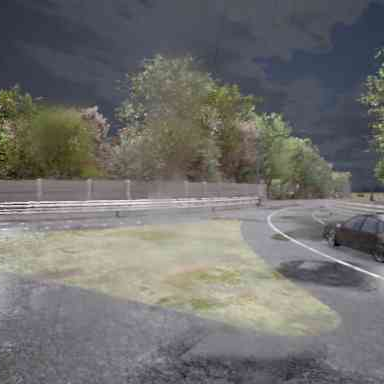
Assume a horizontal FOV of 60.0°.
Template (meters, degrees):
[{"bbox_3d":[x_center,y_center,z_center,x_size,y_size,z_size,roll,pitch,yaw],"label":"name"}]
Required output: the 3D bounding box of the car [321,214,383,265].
[{"bbox_3d":[6.423,1.455,11.360,2.033,1.411,5.357,0,0,-4],"label":"car"}]
